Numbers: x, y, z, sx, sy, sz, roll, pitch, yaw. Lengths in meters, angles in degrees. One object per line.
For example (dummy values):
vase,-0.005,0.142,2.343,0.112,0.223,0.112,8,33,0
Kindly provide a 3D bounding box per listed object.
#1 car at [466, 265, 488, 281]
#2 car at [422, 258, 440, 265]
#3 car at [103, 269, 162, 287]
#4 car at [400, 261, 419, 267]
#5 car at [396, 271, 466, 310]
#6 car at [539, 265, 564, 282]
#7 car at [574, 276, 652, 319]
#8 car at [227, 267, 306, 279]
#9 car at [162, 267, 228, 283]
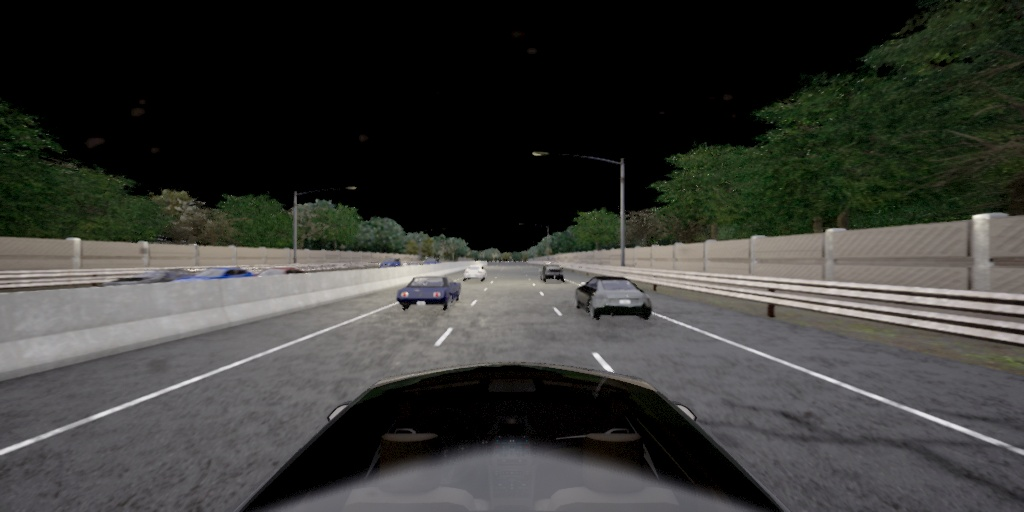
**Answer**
car,-3.408,1.577,33.584,1.812,1.442,4.674,0,0,0
car,-14.035,1.400,62.729,2.150,2.045,5.566,0,0,1
car,-21.106,1.509,21.720,2.033,1.411,5.357,0,0,0
car,-17.530,1.780,62.671,1.895,1.301,4.718,0,0,0
car,-3.404,1.504,15.665,1.895,1.301,4.718,0,-1,0
car,3.592,1.550,32.723,1.837,1.490,4.892,0,0,0
car,3.595,1.444,13.393,1.994,1.385,4.181,0,-1,0
car,-14.105,1.438,21.638,1.882,1.535,5.008,0,0,0
car,-17.605,1.438,21.633,1.882,1.535,5.008,0,0,0
